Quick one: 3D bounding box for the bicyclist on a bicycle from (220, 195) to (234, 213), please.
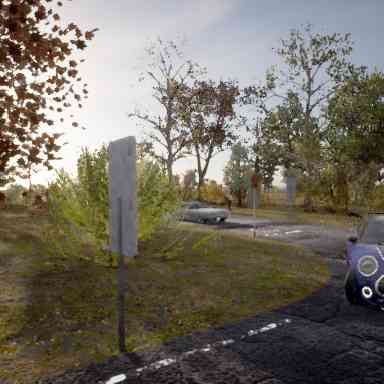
[{"bbox_3d":[3.093,1.104,29.522,1.656,1.620,0.582,0,1,-35],"label":"bicyclist on a bicycle"}]

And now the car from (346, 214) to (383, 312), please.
[{"bbox_3d":[4.713,1.353,7.533,2.097,1.767,4.553,-1,0,24],"label":"car"}]

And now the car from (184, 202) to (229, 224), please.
[{"bbox_3d":[0.414,1.376,22.977,1.895,1.301,4.718,-1,1,-35],"label":"car"}]
